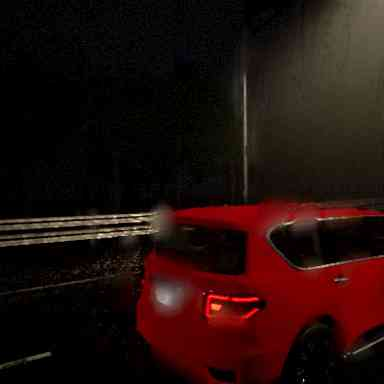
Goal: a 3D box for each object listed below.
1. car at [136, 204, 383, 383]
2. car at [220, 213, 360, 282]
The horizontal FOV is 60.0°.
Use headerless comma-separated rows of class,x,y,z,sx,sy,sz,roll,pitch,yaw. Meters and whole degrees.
car,1.889,1.204,5.096,5.566,2.045,2.150,0,0,-36
car,3.119,1.511,10.272,4.181,1.385,1.994,-1,0,-36
